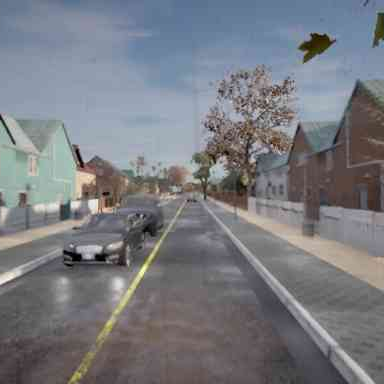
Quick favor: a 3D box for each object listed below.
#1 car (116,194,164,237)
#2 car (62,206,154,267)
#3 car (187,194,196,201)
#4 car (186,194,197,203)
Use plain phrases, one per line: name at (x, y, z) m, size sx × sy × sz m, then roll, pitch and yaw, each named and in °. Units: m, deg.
car at (-2.772, 1.170, 18.163) m, size 2.150 × 2.045 × 5.566 m, roll 0°, pitch 0°, yaw 0°
car at (-2.772, 1.461, 11.365) m, size 2.128 × 1.511 × 4.902 m, roll 0°, pitch 0°, yaw 0°
car at (-0.078, 1.125, 74.342) m, size 1.812 × 1.442 × 4.674 m, roll 0°, pitch 0°, yaw 0°
car at (-0.068, 1.365, 64.375) m, size 1.994 × 1.385 × 4.181 m, roll 0°, pitch 0°, yaw 0°
